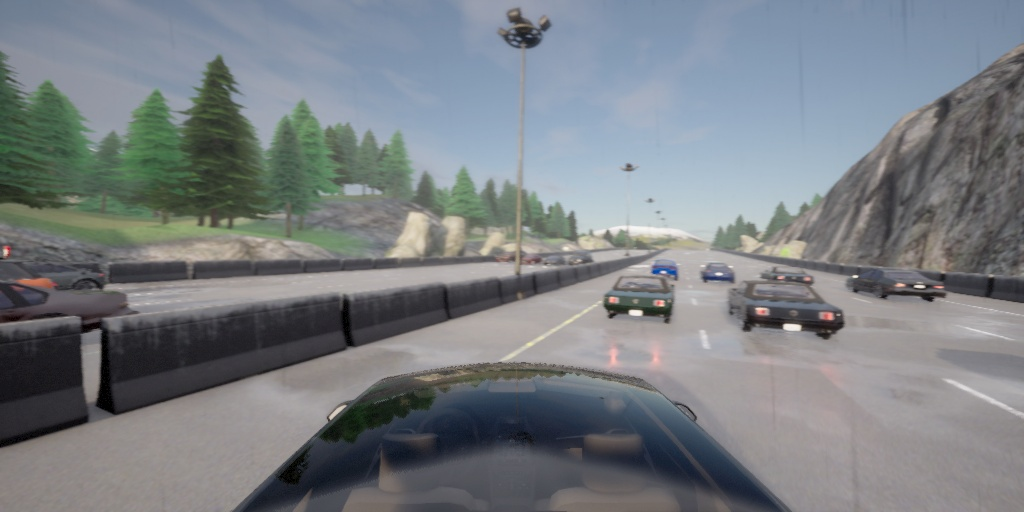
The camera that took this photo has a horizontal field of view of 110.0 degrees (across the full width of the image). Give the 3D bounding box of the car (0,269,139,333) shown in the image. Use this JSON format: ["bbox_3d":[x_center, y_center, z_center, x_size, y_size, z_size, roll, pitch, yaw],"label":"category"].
[{"bbox_3d":[-10.232,1.093,6.037,2.033,1.411,5.357,1,1,25],"label":"car"}]

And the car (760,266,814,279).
[{"bbox_3d":[17.088,1.293,22.549,1.895,1.301,4.718,1,1,25],"label":"car"}]

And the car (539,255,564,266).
[{"bbox_3d":[5.815,0.617,48.143,2.033,1.411,5.357,1,2,25],"label":"car"}]

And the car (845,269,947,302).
[{"bbox_3d":[18.719,1.343,17.792,2.033,1.411,5.357,1,1,25],"label":"car"}]

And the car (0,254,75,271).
[{"bbox_3d":[-13.318,0.833,7.689,2.097,1.767,4.553,1,1,25],"label":"car"}]

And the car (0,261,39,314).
[{"bbox_3d":[-16.465,0.921,9.226,1.837,1.490,4.892,1,1,25],"label":"car"}]

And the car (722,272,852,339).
[{"bbox_3d":[7.492,1.363,10.366,1.895,1.301,4.718,1,1,25],"label":"car"}]

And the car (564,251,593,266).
[{"bbox_3d":[8.973,0.409,46.623,2.150,2.045,5.566,1,2,25],"label":"car"}]

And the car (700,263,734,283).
[{"bbox_3d":[14.863,1.165,26.038,1.994,1.385,4.181,1,1,25],"label":"car"}]

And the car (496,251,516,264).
[{"bbox_3d":[-0.500,0.060,51.142,2.097,1.767,4.553,1,2,25],"label":"car"}]

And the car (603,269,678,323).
[{"bbox_3d":[4.434,1.297,12.086,1.895,1.301,4.718,1,1,25],"label":"car"}]

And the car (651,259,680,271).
[{"bbox_3d":[12.189,0.999,28.570,1.882,1.535,5.008,1,1,25],"label":"car"}]

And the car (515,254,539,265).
[{"bbox_3d":[2.649,0.467,49.629,1.882,1.535,5.008,1,2,25],"label":"car"}]
